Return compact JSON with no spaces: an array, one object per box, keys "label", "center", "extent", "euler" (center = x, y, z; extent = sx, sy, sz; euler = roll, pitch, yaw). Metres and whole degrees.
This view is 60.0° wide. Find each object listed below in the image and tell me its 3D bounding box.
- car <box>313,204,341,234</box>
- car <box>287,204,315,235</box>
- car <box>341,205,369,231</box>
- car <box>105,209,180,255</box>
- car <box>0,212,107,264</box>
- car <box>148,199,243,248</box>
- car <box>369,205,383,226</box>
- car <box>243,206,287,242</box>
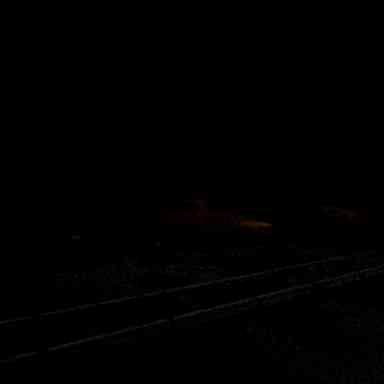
[{"label":"car","center":[6.459,1.535,20.730],"extent":[4.553,1.767,2.185],"euler":[-1,-1,34]},{"label":"car","center":[4.040,1.635,18.993],"extent":[4.892,1.521,2.231],"euler":[-1,-1,34]},{"label":"car","center":[8.828,1.688,22.496],"extent":[5.008,1.535,2.097],"euler":[-1,-1,34]},{"label":"car","center":[-3.177,1.582,13.779],"extent":[4.792,1.488,2.163],"euler":[-1,-1,34]},{"label":"car","center":[-5.651,1.555,12.077],"extent":[4.792,1.488,2.163],"euler":[-1,-1,34]},{"label":"car","center":[-0.808,1.329,15.540],"extent":[5.566,2.045,2.435],"euler":[-1,-1,34]},{"label":"car","center":[13.538,1.773,26.067],"extent":[4.792,1.488,2.163],"euler":[-1,-1,33]},{"label":"car","center":[1.786,1.602,17.157],"extent":[5.366,1.575,1.946],"euler":[-1,-1,34]}]
